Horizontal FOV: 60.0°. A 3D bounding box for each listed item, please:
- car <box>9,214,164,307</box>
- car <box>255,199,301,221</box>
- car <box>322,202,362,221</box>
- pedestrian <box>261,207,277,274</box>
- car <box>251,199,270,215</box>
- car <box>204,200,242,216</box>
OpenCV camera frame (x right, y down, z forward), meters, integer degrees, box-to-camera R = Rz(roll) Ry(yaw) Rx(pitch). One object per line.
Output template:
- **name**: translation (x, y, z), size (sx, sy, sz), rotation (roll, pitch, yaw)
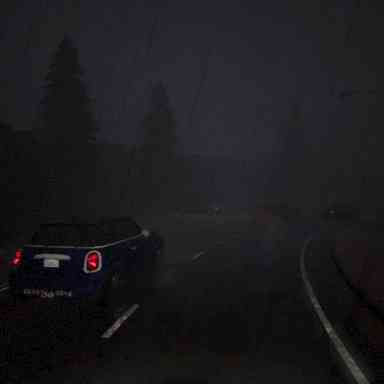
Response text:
- **car**: translation (-2.198, 1.349, 8.269), size (2.097, 1.767, 4.553), rotation (0, 0, 11)
- **car**: translation (7.312, 1.558, 27.281), size (1.994, 1.385, 4.181), rotation (0, 0, 40)
- **car**: translation (12.538, 1.558, 27.728), size (4.181, 1.385, 1.994), rotation (0, 0, -45)
- **pedestrian**: translation (2.142, 1.292, 9.069), size (0.375, 1.860, 0.375), rotation (0, 0, 15)
- **car**: translation (7.807, 1.485, 33.133), size (4.902, 1.511, 2.128), rotation (0, 0, -43)
- **car**: translation (3.164, 1.519, 33.370), size (1.812, 1.442, 4.674), rotation (0, 0, 44)
